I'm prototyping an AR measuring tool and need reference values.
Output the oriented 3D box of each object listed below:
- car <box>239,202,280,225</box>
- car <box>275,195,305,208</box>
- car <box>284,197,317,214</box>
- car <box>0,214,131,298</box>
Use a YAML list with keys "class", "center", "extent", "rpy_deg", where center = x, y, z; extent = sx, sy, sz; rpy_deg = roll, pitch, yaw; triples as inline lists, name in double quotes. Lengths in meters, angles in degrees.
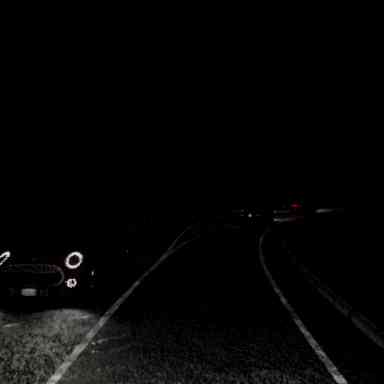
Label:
- class: "car"
  center: [5.404, 1.812, 27.088]
  extent: [2.033, 1.411, 5.357]
  rpy_deg: [-1, 0, 25]
- class: "car"
  center: [14.041, 1.493, 47.193]
  extent: [5.566, 2.045, 2.150]
  rpy_deg: [-1, -1, -35]
- class: "car"
  center: [13.138, 1.732, 39.191]
  extent: [2.128, 1.511, 4.902]
  rpy_deg: [-1, 0, 39]
- class: "car"
  center: [-3.155, 1.464, 8.976]
  extent: [2.097, 1.767, 4.553]
  rpy_deg: [0, -1, 4]
